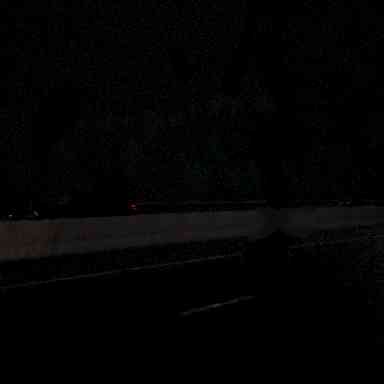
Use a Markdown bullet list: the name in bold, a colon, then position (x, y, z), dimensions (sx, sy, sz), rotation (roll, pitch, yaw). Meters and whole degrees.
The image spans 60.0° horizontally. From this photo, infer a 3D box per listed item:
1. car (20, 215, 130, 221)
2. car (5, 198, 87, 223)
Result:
- **car**: position (-5.579, 0.984, 17.097), dimensions (5.566, 2.045, 2.150), rotation (0, 1, -34)
- **car**: position (-9.865, 1.174, 22.620), dimensions (4.892, 1.490, 1.837), rotation (0, 1, -34)
